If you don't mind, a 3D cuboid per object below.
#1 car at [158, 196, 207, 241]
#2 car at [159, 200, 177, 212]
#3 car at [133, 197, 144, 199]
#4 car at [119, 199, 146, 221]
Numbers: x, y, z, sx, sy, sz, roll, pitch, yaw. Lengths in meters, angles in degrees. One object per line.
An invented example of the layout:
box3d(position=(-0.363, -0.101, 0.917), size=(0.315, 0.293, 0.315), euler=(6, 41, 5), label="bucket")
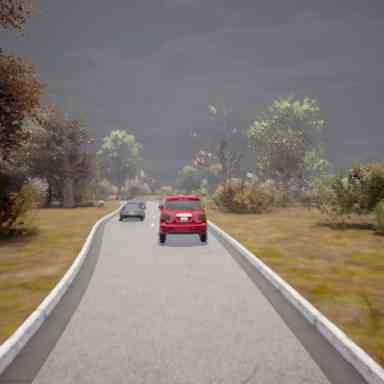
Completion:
box3d(position=(-0.511, 1.231, 16.793), size=(2.150, 2.045, 5.566), euler=(0, 0, -4), label="car")
box3d(position=(-2.936, 1.625, 39.811), size=(1.895, 1.301, 4.718), euler=(0, 0, -8), label="car")
box3d(position=(-7.123, 1.379, 44.045), size=(2.097, 1.767, 4.553), euler=(0, 0, -9), label="car")
box3d(position=(-4.913, 1.582, 27.721), size=(1.994, 1.385, 4.181), euler=(0, 0, -6), label="car")
